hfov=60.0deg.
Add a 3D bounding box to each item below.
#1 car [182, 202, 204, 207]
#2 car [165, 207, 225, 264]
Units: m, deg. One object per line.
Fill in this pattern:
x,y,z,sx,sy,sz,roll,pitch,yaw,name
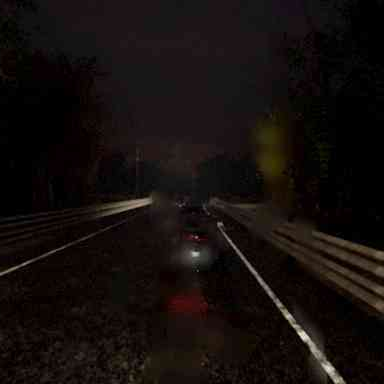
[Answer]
0.099,1.552,28.927,1.812,1.442,4.674,0,0,0,car
0.096,1.520,11.903,1.837,1.490,4.892,0,0,0,car
